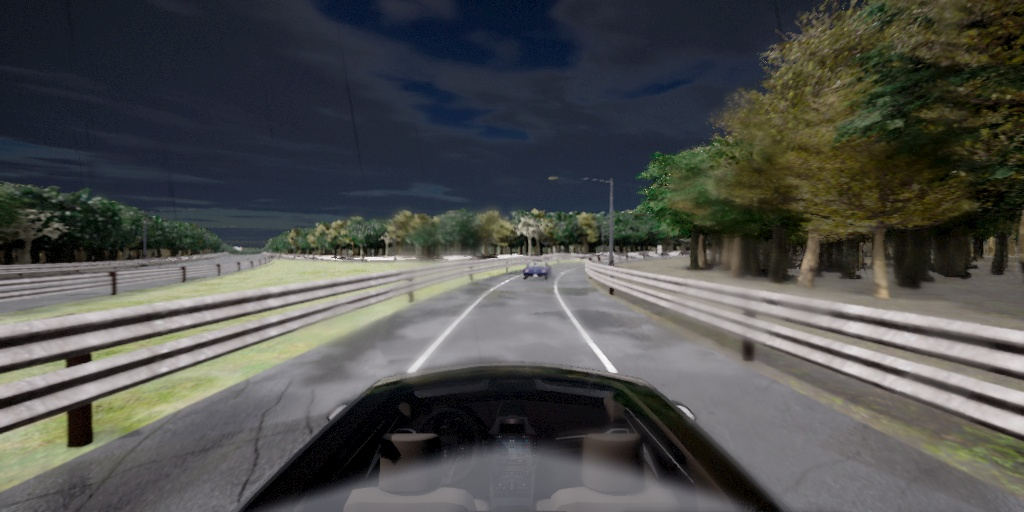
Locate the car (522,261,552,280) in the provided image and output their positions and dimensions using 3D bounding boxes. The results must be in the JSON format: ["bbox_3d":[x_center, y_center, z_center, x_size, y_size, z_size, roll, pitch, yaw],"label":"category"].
[{"bbox_3d":[2.051,1.062,27.503,1.895,1.301,4.718,0,1,10],"label":"car"}]
